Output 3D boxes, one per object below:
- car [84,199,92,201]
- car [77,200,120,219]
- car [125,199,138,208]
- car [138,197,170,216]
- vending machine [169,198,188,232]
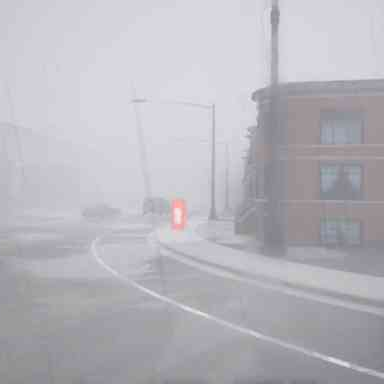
[{"bbox_3d":[-16.105,1.906,52.176,1.882,1.535,5.008,1,-1,10],"label":"car"},{"bbox_3d":[-8.632,1.825,31.922,2.033,1.411,5.357,1,-1,9],"label":"car"},{"bbox_3d":[-10.935,2.096,61.733,1.837,1.490,4.892,1,-1,9],"label":"car"},{"bbox_3d":[-4.033,1.621,38.141,2.150,2.045,5.566,1,-1,9],"label":"car"},{"bbox_3d":[-0.860,1.437,21.370,1.100,2.100,0.880,1,-1,5],"label":"vending machine"}]
